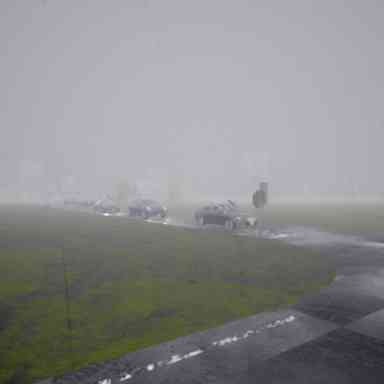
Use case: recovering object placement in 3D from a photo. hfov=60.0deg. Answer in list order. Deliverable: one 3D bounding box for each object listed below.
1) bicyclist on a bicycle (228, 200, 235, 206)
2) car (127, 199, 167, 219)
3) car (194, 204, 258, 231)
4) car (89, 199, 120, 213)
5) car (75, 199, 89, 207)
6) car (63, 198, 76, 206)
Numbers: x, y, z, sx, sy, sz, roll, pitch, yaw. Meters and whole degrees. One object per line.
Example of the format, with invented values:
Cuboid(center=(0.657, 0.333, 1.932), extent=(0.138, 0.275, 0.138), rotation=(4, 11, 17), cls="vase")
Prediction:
Cuboid(center=(3.443, 1.496, 29.675), extent=(1.656, 1.620, 0.582), rotation=(0, 0, -35), cls="bicyclist on a bicycle")
Cuboid(center=(-4.083, 1.413, 30.009), extent=(2.097, 1.767, 4.553), rotation=(0, 0, -35), cls="car")
Cuboid(center=(2.073, 1.523, 21.230), extent=(2.128, 1.511, 4.902), rotation=(0, 0, -35), cls="car")
Cuboid(center=(-9.964, 1.618, 38.404), extent=(1.812, 1.442, 4.674), rotation=(0, 0, -35), cls="car")
Cuboid(center=(-16.469, 1.739, 52.800), extent=(1.895, 1.301, 4.718), rotation=(0, 0, -35), cls="car")
Cuboid(center=(-22.145, 1.728, 60.893), extent=(2.033, 1.411, 5.357), rotation=(0, 0, -35), cls="car")
